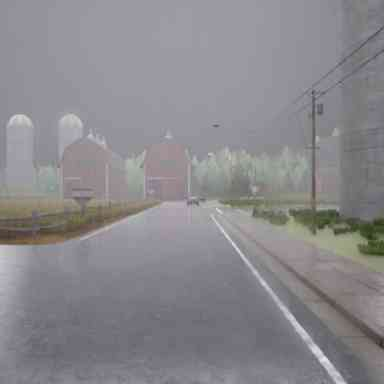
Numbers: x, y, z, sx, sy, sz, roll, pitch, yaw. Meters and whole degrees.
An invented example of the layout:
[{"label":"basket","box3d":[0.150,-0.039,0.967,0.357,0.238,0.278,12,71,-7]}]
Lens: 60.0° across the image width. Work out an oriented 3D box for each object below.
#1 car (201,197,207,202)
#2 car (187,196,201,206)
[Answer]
[{"label":"car","box3d":[1.369,1.518,72.156,1.895,1.301,4.718,0,0,30]},{"label":"car","box3d":[0.166,1.482,54.850,1.812,1.442,4.674,0,0,0]}]
